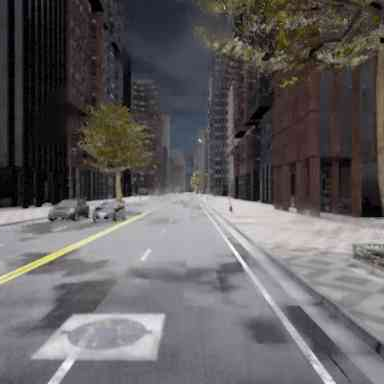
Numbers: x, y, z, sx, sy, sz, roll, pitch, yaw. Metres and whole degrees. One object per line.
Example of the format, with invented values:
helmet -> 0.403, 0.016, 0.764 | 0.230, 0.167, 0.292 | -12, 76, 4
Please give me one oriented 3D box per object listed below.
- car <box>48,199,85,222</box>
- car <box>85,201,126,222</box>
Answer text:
car -> -9.773, 1.368, 26.754 | 2.097, 1.767, 4.553 | 0, 0, 0
car -> -6.525, 1.508, 26.580 | 2.128, 1.511, 4.902 | 0, 0, 0
